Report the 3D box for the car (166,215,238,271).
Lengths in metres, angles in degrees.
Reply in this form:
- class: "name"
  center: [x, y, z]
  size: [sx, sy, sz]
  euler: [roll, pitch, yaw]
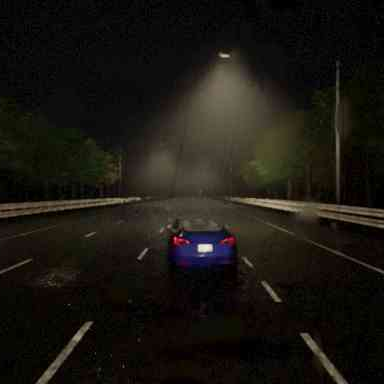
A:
- class: "car"
  center: [0.230, 1.461, 10.780]
  size: [2.163, 1.488, 4.792]
  euler: [0, 0, -3]
